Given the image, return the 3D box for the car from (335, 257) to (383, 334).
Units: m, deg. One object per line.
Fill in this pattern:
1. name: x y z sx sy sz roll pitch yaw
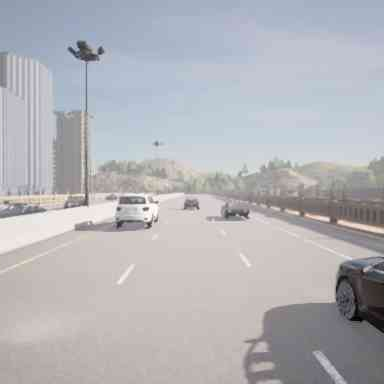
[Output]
1. car: 3.562 1.471 4.271 2.128 1.511 4.902 0 0 0

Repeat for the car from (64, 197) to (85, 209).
1. car: -14.223 1.350 41.213 2.128 1.511 4.902 0 0 0

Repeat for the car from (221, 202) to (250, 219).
1. car: 3.507 1.492 27.845 1.895 1.301 4.718 0 0 0

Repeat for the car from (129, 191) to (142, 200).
1. car: -14.291 0.842 84.308 2.150 2.045 5.566 0 0 0

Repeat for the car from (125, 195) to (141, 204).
1. car: -10.732 1.328 60.896 2.033 1.411 5.357 0 0 0

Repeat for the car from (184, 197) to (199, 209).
1. car: -0.041 1.334 41.819 2.128 1.511 4.902 0 0 0

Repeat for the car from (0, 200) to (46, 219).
1. car: -10.665 1.425 20.411 2.128 1.511 4.902 0 0 0

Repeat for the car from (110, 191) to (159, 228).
1. car: -3.472 1.143 21.724 2.150 2.045 5.566 0 0 0

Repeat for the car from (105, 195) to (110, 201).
1. car: -17.753 1.290 73.403 1.994 1.385 4.181 0 0 0

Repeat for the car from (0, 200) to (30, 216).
1. car: -17.703 1.497 32.132 1.895 1.301 4.718 0 0 0
